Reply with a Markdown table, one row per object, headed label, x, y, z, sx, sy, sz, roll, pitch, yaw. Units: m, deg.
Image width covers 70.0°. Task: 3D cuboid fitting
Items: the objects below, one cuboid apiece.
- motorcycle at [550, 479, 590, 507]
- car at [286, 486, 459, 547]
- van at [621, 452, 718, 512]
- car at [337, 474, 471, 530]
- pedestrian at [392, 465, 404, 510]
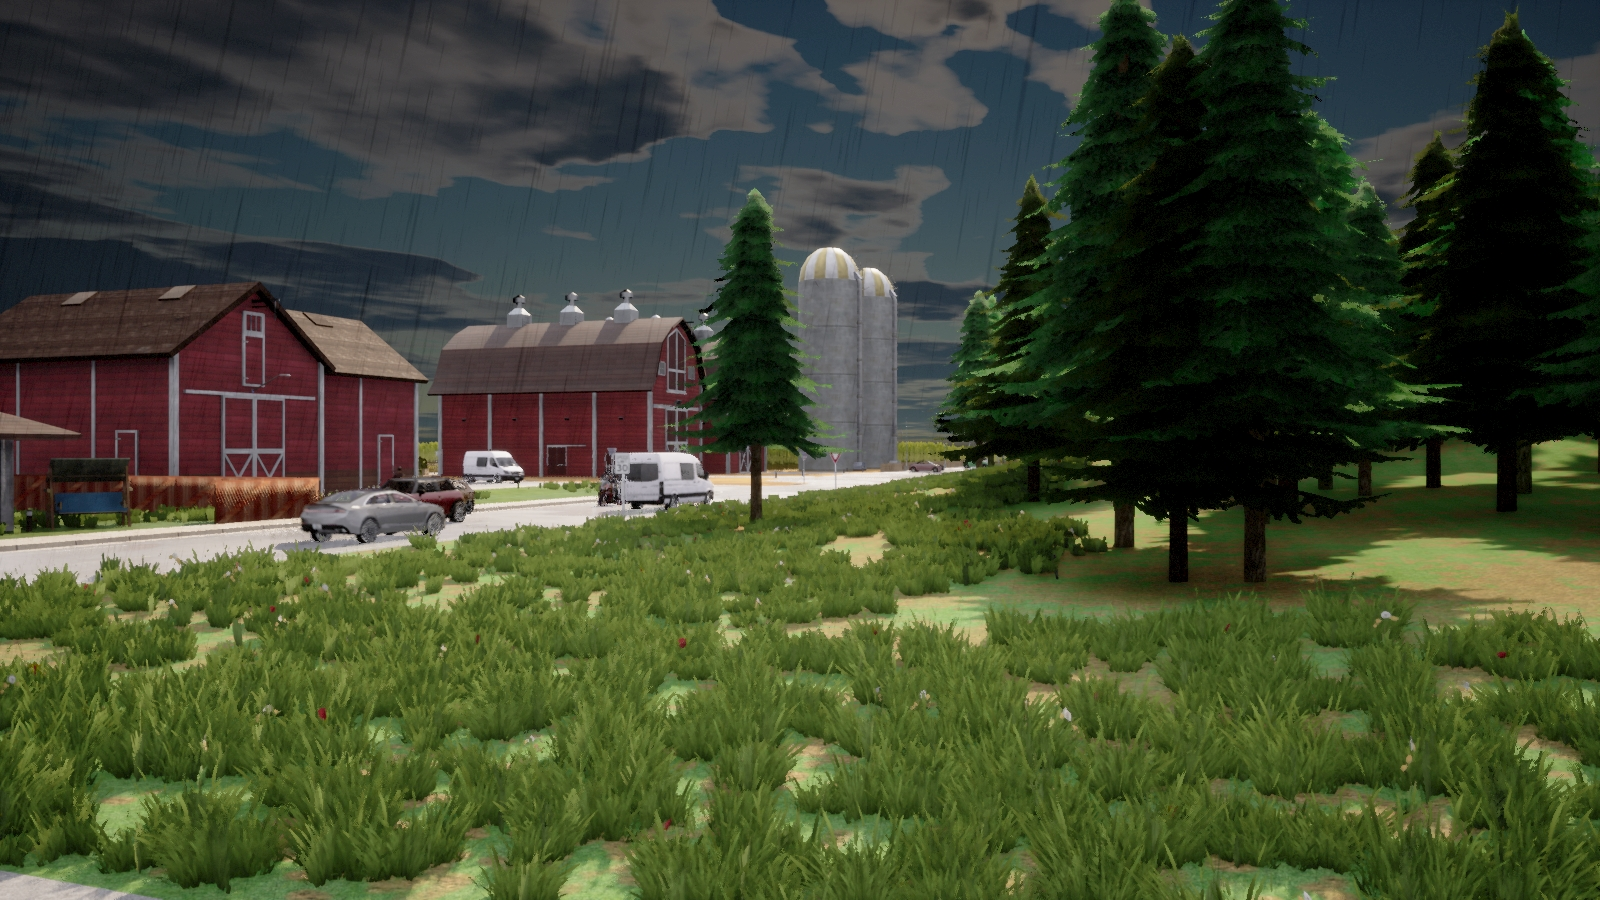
| label | x | y | z | sx | sy | sz | roll | pitch | yaw |
| --- | --- | --- | --- | --- | --- | --- | --- | --- | --- |
| motorcycle | -11.005 | 2.065 | 54.768 | 0.867 | 1.251 | 2.209 | 0 | 0 | 20 |
| car | -12.535 | 1.907 | 33.894 | 2.128 | 1.511 | 4.902 | 0 | 0 | 20 |
| van | -5.862 | 1.394 | 52.250 | 1.988 | 2.561 | 5.915 | 0 | 0 | 20 |
| car | -13.898 | 1.766 | 40.402 | 2.097 | 1.767 | 4.553 | 0 | 0 | 20 |
| pedestrian | -16.867 | 1.555 | 47.908 | 0.375 | 1.860 | 0.375 | 0 | 0 | 3 |
